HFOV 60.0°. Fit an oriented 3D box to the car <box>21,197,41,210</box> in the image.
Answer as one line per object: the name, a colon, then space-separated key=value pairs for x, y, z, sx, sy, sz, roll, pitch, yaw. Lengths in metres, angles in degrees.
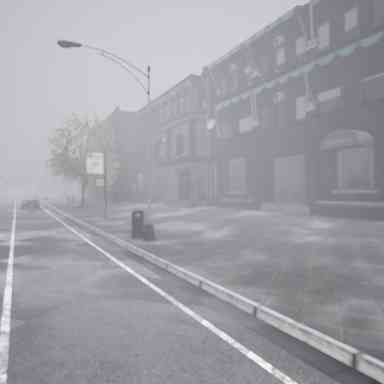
car: x=-19.003 y=1.257 z=39.144 sx=1.812 sy=1.442 sz=4.674 roll=0 pitch=1 yaw=-28
